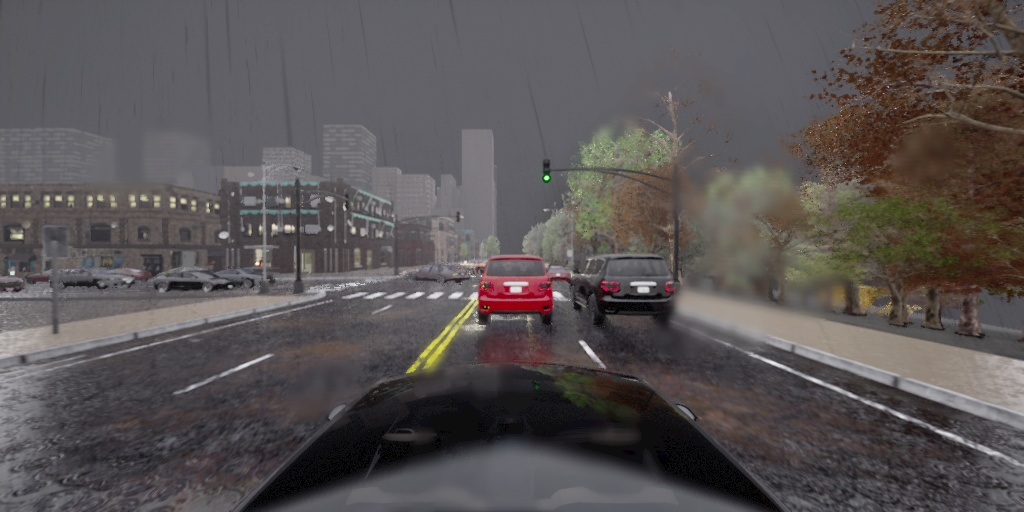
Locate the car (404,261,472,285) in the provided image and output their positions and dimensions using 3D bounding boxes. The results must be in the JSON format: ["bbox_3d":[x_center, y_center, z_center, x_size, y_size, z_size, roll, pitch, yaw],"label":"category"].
[{"bbox_3d":[-5.583,1.311,26.487,5.357,1.411,2.033,0,0,33],"label":"car"}]

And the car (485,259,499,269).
[{"bbox_3d":[-3.275,1.267,60.171,2.128,1.511,4.902,0,0,0],"label":"car"}]

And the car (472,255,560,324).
[{"bbox_3d":[0.068,0.978,12.163,2.150,2.045,5.566,0,0,-1],"label":"car"}]

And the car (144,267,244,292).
[{"bbox_3d":[-19.949,1.579,22.636,4.313,1.339,1.948,0,0,0],"label":"car"}]

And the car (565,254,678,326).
[{"bbox_3d":[3.352,0.974,11.822,2.150,2.045,5.566,0,0,0],"label":"car"}]

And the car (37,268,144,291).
[{"bbox_3d":[-29.546,1.590,25.354,4.902,1.511,2.128,-1,1,0],"label":"car"}]

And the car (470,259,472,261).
[{"bbox_3d":[-3.348,1.121,41.736,2.097,1.767,4.553,0,0,0],"label":"car"}]

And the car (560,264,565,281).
[{"bbox_3d":[3.346,1.328,28.045,1.994,1.385,4.181,0,0,0],"label":"car"}]

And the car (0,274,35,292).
[{"bbox_3d":[-33.826,1.611,22.774,4.097,1.591,1.967,0,0,0],"label":"car"}]

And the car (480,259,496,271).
[{"bbox_3d":[-3.331,1.250,50.896,1.882,1.535,5.008,0,0,0],"label":"car"}]

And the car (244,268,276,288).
[{"bbox_3d":[-19.172,1.543,25.342,4.181,1.385,1.994,-1,1,0],"label":"car"}]

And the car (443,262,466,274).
[{"bbox_3d":[-6.610,1.370,41.959,1.895,1.301,4.718,0,0,1],"label":"car"}]

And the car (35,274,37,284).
[{"bbox_3d":[-39.353,1.737,31.161,4.207,1.307,1.802,0,0,0],"label":"car"}]
